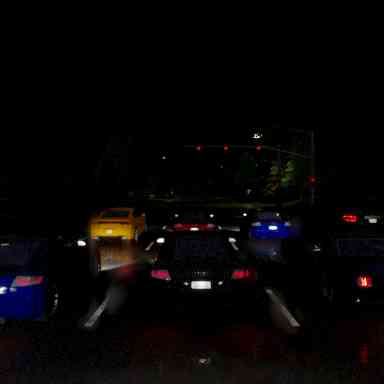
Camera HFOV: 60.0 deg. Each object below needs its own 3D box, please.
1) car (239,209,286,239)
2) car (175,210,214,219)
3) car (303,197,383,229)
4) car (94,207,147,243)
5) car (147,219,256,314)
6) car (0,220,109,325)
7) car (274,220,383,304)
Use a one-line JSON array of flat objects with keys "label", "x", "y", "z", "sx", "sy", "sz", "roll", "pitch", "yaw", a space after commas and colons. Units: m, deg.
[{"label": "car", "x": 3.604, "y": 1.564, "z": 16.822, "sx": 1.994, "sy": 1.385, "sz": 4.181, "roll": 0, "pitch": 0, "yaw": 0}, {"label": "car", "x": 0.104, "y": 1.564, "z": 16.117, "sx": 1.994, "sy": 1.385, "sz": 4.181, "roll": 0, "pitch": 0, "yaw": 0}, {"label": "car", "x": 7.104, "y": 1.222, "z": 15.747, "sx": 2.150, "sy": 2.045, "sz": 5.566, "roll": 0, "pitch": 0, "yaw": 0}, {"label": "car", "x": -3.397, "y": 1.478, "z": 16.183, "sx": 1.882, "sy": 1.535, "sz": 5.008, "roll": 0, "pitch": 0, "yaw": 0}, {"label": "car", "x": 0.116, "y": 1.564, "z": 7.713, "sx": 1.994, "sy": 1.385, "sz": 4.181, "roll": 0, "pitch": 0, "yaw": -1}, {"label": "car", "x": -3.397, "y": 1.564, "z": 7.252, "sx": 1.994, "sy": 1.385, "sz": 4.181, "roll": 0, "pitch": 0, "yaw": 0}, {"label": "car", "x": 3.602, "y": 1.601, "z": 8.065, "sx": 1.895, "sy": 1.301, "sz": 4.718, "roll": 0, "pitch": 0, "yaw": 0}]
